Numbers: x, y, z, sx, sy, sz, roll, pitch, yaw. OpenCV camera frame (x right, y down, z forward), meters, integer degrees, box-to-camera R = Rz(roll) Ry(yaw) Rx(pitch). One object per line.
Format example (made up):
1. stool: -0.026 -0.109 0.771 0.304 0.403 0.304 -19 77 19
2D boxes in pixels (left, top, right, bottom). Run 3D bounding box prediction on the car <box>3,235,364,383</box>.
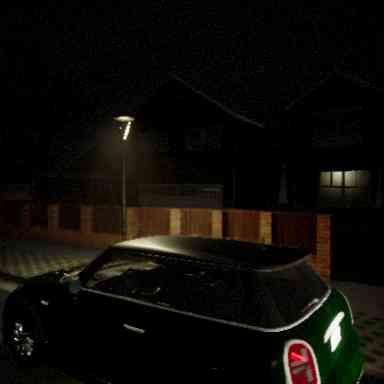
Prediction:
1. car: -0.428 1.351 4.264 4.553 1.767 2.097 0 0 35
